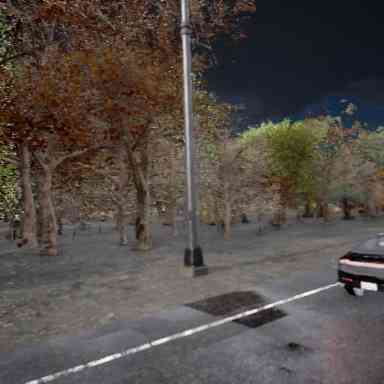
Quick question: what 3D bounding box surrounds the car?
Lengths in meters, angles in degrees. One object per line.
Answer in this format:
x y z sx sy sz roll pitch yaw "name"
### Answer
5.549 1.746 8.391 4.902 1.511 2.128 0 -4 -38 "car"
